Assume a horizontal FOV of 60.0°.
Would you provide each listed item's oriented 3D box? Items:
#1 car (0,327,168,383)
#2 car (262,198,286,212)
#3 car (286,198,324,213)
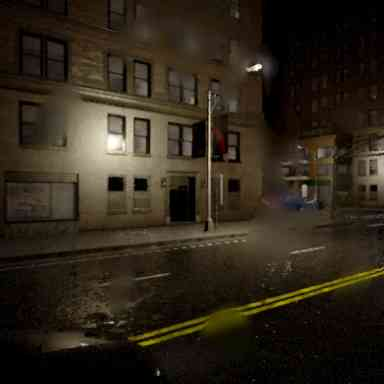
[{"bbox_3d":[-2.287,1.528,1.805,4.674,1.442,1.812,0,0,-35],"label":"car"},{"bbox_3d":[7.651,1.367,36.273,1.967,1.590,4.097,0,0,-35],"label":"car"},{"bbox_3d":[11.114,1.410,35.767,1.882,1.535,5.008,0,0,-35],"label":"car"}]
